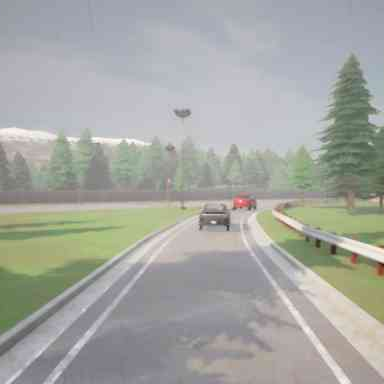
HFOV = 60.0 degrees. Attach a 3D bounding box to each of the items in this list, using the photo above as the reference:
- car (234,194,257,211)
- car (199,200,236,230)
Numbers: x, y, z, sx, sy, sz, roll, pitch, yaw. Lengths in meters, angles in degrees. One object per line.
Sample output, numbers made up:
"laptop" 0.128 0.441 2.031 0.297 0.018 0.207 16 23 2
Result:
"car" 6.750 1.241 42.077 2.150 2.045 5.566 0 0 21
"car" 1.544 1.500 21.146 2.128 1.511 4.902 0 0 8
